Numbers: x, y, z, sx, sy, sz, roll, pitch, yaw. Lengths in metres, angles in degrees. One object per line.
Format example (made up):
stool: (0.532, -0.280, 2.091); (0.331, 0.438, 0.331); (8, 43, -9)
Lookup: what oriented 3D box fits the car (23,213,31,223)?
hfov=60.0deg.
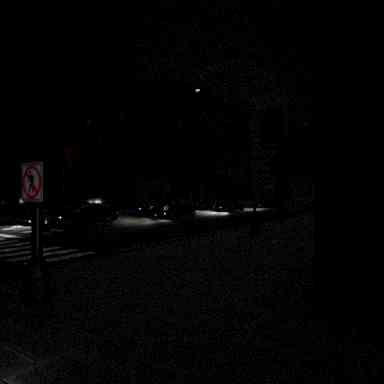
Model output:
car: (-8.942, 1.494, 23.567); (2.033, 1.411, 5.357); (0, 0, 34)

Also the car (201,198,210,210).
car: (2.651, 1.366, 39.916); (1.837, 1.490, 4.892); (0, 0, 35)

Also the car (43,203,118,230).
car: (-6.864, 1.436, 20.854); (2.128, 1.511, 4.902); (0, 0, 35)

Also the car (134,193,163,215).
car: (-3.053, 1.125, 31.868); (2.150, 2.045, 5.566); (0, 0, 35)

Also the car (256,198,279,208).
car: (9.993, 1.422, 44.613); (1.895, 1.301, 4.718); (0, 0, 36)

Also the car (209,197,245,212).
car: (4.130, 1.428, 36.387); (1.994, 1.385, 4.181); (0, 0, 35)

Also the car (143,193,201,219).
car: (-1.610, 1.258, 28.277); (2.097, 1.767, 4.553); (0, 0, 35)
